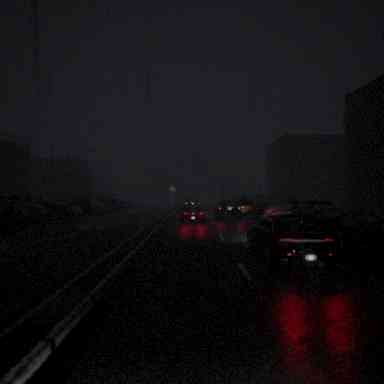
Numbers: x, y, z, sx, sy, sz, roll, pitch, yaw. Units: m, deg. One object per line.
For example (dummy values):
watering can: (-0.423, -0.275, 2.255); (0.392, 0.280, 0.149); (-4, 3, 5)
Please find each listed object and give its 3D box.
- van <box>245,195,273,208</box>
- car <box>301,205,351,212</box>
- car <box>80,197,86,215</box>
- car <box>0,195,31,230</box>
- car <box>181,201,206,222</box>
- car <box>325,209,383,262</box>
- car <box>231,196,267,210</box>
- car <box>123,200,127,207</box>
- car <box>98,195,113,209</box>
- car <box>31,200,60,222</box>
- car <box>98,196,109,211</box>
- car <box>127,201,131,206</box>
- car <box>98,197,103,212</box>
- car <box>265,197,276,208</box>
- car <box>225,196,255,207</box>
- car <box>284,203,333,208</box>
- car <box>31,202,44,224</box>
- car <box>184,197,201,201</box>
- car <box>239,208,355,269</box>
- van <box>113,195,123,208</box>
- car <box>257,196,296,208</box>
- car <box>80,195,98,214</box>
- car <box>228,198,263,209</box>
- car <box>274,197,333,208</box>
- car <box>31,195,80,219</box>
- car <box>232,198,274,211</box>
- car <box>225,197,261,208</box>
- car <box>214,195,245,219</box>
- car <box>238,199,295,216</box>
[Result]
van: (7.505, 1.307, 30.877); (4.442, 1.987, 1.878); (0, 0, 0)
car: (7.625, 1.489, 14.333); (4.892, 1.521, 2.231); (0, 0, 0)
car: (-12.734, 1.526, 29.876); (5.366, 1.575, 1.946); (0, 0, 0)
car: (-12.579, 1.238, 18.761); (5.566, 2.045, 2.435); (0, 0, 0)
car: (0.085, 1.640, 26.999); (1.895, 1.301, 4.718); (0, 0, 0)
car: (7.627, 1.485, 11.576); (4.892, 1.521, 2.231); (0, 0, 0)
car: (7.583, 1.456, 44.667); (4.553, 1.767, 2.185); (0, 0, 0)
car: (-12.576, 1.473, 49.337); (4.553, 1.767, 2.185); (0, 0, 0)
car: (-12.578, 1.452, 40.993); (4.553, 1.767, 2.185); (0, 0, 0)
car: (-12.547, 1.547, 24.253); (4.674, 1.452, 2.002); (0, 0, 0)
car: (-12.542, 1.565, 38.089); (5.008, 1.535, 2.097); (0, 0, 0)
car: (-12.514, 1.621, 54.773); (4.792, 1.488, 2.163); (0, 0, 0)
car: (-12.554, 1.554, 35.434); (4.892, 1.521, 2.231); (0, 0, 0)
car: (7.658, 1.380, 22.605); (4.553, 1.767, 2.185); (0, 0, 0)
car: (7.578, 1.463, 52.943); (4.553, 1.767, 2.185); (0, 0, 0)
car: (7.624, 1.494, 17.091); (4.892, 1.521, 2.231); (0, 0, 0)
car: (-12.548, 1.538, 21.539); (4.674, 1.452, 2.002); (0, 0, 0)
car: (0.077, 1.449, 42.355); (2.097, 1.767, 4.553); (0, 0, 0)
car: (3.093, 1.495, 11.084); (2.128, 1.511, 4.902); (0, 0, 0)
van: (-12.429, 1.371, 46.430); (4.442, 1.987, 1.878); (0, 0, 0)
car: (7.656, 1.388, 25.362); (4.553, 1.767, 2.185); (0, 0, 0)
car: (-12.577, 1.290, 32.657); (5.566, 2.045, 2.435); (0, 0, 0)
car: (7.610, 1.625, 47.425); (4.674, 1.452, 2.002); (0, 0, 0)
car: (7.597, 1.373, 19.847); (4.553, 1.767, 2.185); (0, 0, 0)
car: (-12.521, 1.266, 26.973); (5.566, 2.045, 2.435); (0, 0, 0)
car: (7.622, 1.576, 41.905); (4.892, 1.521, 2.231); (0, 0, 0)
car: (7.616, 1.589, 50.181); (5.008, 1.535, 2.097); (0, 0, 0)
car: (3.082, 1.399, 29.221); (2.097, 1.767, 4.553); (0, 0, 0)
car: (7.435, 1.540, 33.634); (5.366, 1.575, 1.946); (0, 0, 0)
